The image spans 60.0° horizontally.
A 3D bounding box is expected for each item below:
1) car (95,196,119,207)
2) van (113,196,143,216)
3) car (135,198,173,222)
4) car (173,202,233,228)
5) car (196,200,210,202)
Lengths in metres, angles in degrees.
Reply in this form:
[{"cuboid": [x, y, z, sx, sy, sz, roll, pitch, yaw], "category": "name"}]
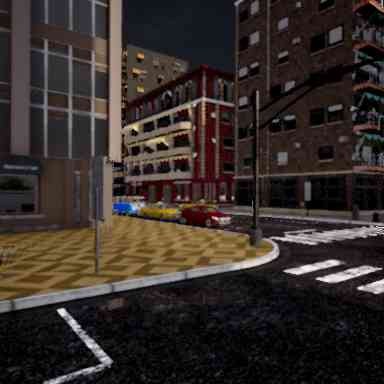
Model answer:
[{"cuboid": [-13.052, 1.420, 50.898, 1.882, 1.535, 5.008, 0, 0, -36], "category": "car"}, {"cuboid": [-5.778, 1.278, 30.820, 1.690, 1.788, 3.998, 1, 0, -36], "category": "van"}, {"cuboid": [-2.378, 1.471, 26.079, 1.752, 1.417, 4.829, 1, 0, -36], "category": "car"}, {"cuboid": [0.824, 1.539, 21.616, 1.802, 1.307, 4.206, 1, 0, -36], "category": "car"}, {"cuboid": [0.931, 1.509, 35.842, 1.752, 1.417, 4.829, 0, 0, -36], "category": "car"}]
